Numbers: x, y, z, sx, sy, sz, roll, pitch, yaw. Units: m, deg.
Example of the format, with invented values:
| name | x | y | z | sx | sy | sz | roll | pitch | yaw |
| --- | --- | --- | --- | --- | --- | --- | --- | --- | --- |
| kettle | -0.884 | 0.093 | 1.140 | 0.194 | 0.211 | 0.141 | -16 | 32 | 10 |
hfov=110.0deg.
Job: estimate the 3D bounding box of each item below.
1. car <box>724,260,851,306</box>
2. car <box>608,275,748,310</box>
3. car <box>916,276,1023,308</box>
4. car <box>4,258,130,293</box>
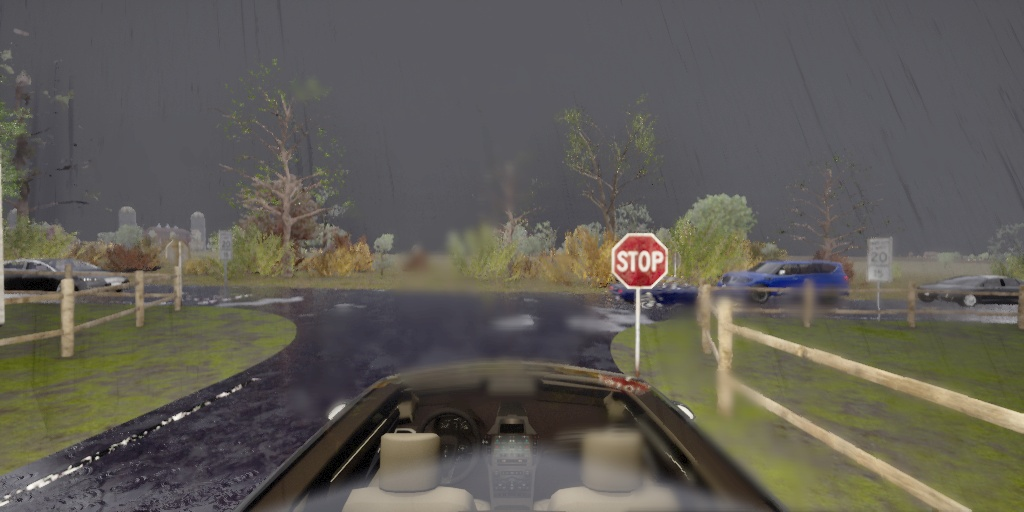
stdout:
| name | x | y | z | sx | sy | sz | roll | pitch | yaw |
| --- | --- | --- | --- | --- | --- | --- | --- | --- | --- |
| car | 13.204 | 1.232 | 17.562 | 5.566 | 2.045 | 2.150 | 1 | 1 | 0 |
| car | 6.521 | 1.493 | 14.627 | 4.718 | 1.301 | 1.895 | 2 | 1 | 0 |
| car | 22.823 | 1.721 | 17.581 | 4.892 | 1.490 | 1.837 | 1 | 1 | 0 |
| car | -18.525 | 0.862 | 14.570 | 4.902 | 1.511 | 2.128 | 1 | 1 | 0 |
